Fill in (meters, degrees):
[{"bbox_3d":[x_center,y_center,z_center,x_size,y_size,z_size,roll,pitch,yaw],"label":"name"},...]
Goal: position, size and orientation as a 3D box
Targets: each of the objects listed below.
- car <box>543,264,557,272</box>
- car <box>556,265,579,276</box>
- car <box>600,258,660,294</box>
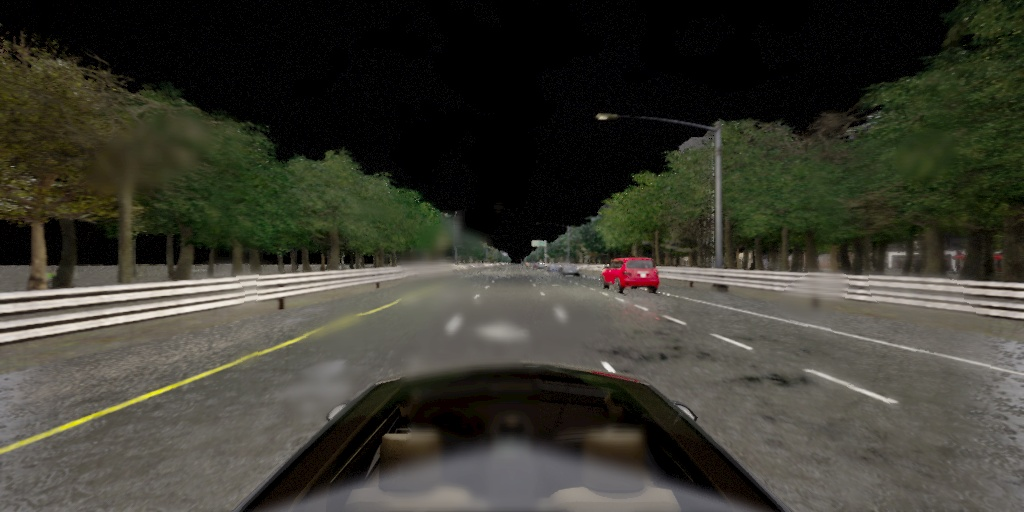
[{"bbox_3d":[7.214,2.136,62.920,2.033,1.411,5.357,0,-1,0],"label":"car"},{"bbox_3d":[7.109,1.828,44.939,1.994,1.385,4.181,0,-1,0],"label":"car"},{"bbox_3d":[7.025,1.150,21.856,2.150,2.045,5.566,0,-1,0],"label":"car"}]
